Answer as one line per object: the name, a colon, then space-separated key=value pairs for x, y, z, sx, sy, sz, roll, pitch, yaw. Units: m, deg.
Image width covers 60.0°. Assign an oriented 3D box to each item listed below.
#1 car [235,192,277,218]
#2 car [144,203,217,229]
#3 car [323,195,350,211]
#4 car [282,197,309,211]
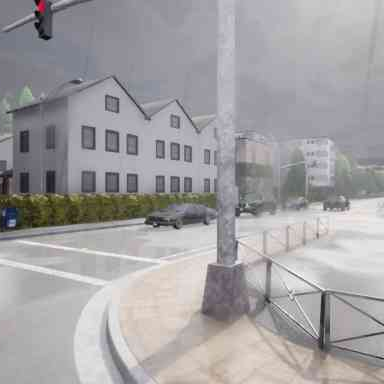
car: x=5.496 y=1.035 z=28.594 sx=2.150 sy=2.045 sz=5.566 roll=0 pitch=0 yaw=35
car: x=-0.471 y=1.361 z=20.183 sx=2.033 sy=1.411 sz=5.357 roll=0 pitch=0 yaw=35
car: x=16.409 y=1.164 z=37.593 sx=2.097 sy=1.767 sz=4.553 roll=0 pitch=0 yaw=35
car: x=11.566 y=1.305 z=37.075 sx=2.128 sy=1.511 sz=4.902 roll=0 pitch=0 yaw=36
